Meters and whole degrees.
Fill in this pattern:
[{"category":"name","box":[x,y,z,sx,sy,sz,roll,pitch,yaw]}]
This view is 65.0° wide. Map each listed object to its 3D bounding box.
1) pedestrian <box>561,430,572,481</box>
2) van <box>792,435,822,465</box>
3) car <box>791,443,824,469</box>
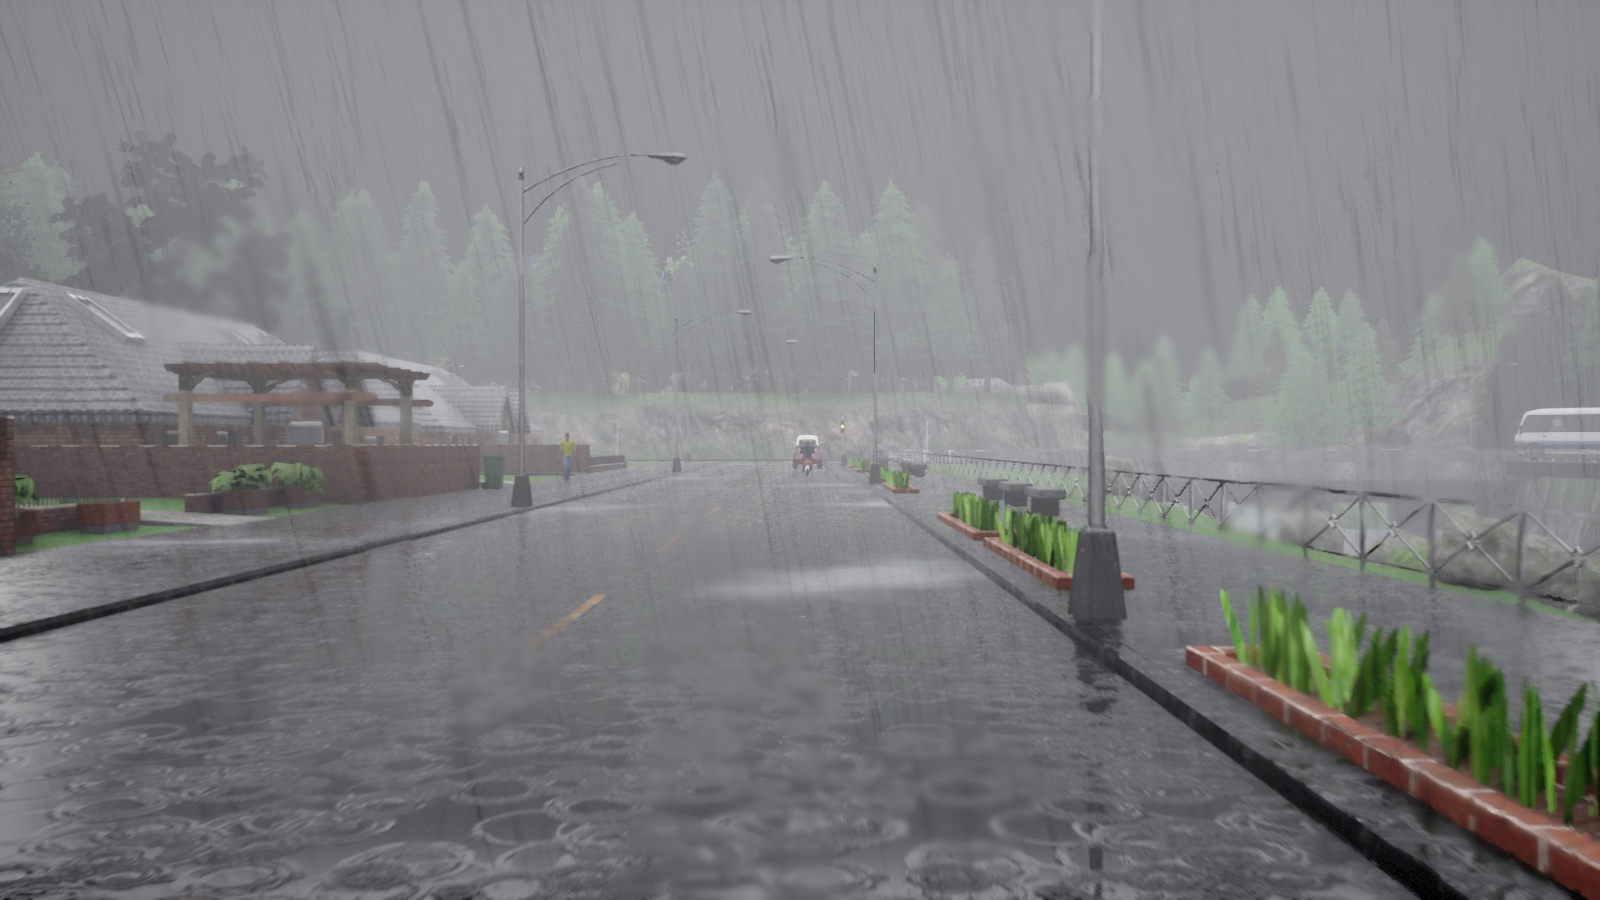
[{"category":"pedestrian","box":[-8.516,0.191,45.841,0.354,1.836,0.706,0,0,-6]},{"category":"van","box":[0.527,-0.030,88.805,2.069,2.038,4.480,0,0,0]},{"category":"car","box":[0.437,0.348,73.291,1.845,1.501,3.633,0,0,0]}]
